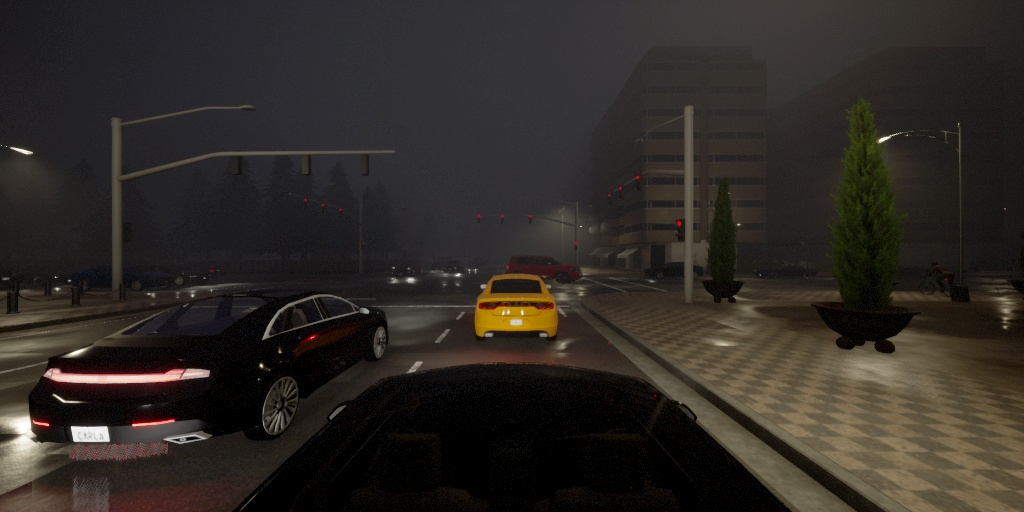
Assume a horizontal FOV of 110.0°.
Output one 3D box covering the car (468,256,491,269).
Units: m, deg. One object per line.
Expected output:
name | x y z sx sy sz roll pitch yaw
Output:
car | -5.541 1.241 57.685 2.128 1.511 4.902 0 0 15

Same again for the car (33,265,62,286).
car | -33.757 1.353 25.194 5.357 1.411 2.033 0 0 0

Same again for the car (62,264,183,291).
car | -23.432 1.283 21.721 5.008 1.535 1.882 0 0 0

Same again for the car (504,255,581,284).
car | 2.268 0.981 26.603 5.566 2.045 2.150 0 1 22

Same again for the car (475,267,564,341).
car | 0.107 1.228 9.936 1.882 1.535 5.008 0 0 0

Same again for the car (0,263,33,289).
car | -33.367 1.027 21.697 5.566 2.045 2.150 0 0 0

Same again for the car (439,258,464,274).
car | -6.851 1.255 42.400 1.837 1.490 4.892 0 0 1

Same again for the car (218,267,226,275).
car | -28.997 1.353 32.363 5.357 1.411 2.033 0 0 0

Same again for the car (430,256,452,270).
car | -9.935 0.973 51.669 2.150 2.045 5.566 0 0 6

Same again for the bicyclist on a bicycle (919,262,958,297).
bicyclist on a bicycle | 20.288 1.106 17.051 0.582 1.620 1.656 0 0 0

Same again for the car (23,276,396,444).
car | -3.423 1.242 5.354 2.128 1.511 4.902 0 0 1

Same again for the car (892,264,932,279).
car | 34.925 1.406 32.563 4.718 1.301 1.895 0 0 0

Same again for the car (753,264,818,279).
car | 24.726 1.406 32.545 4.718 1.301 1.895 0 0 0

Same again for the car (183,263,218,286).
car | -24.015 1.310 25.231 4.892 1.490 1.837 0 0 1

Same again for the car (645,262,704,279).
car | 14.649 1.283 32.520 5.008 1.535 1.882 0 0 0

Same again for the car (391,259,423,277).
car | -10.456 1.129 35.882 2.097 1.767 4.553 0 1 1
